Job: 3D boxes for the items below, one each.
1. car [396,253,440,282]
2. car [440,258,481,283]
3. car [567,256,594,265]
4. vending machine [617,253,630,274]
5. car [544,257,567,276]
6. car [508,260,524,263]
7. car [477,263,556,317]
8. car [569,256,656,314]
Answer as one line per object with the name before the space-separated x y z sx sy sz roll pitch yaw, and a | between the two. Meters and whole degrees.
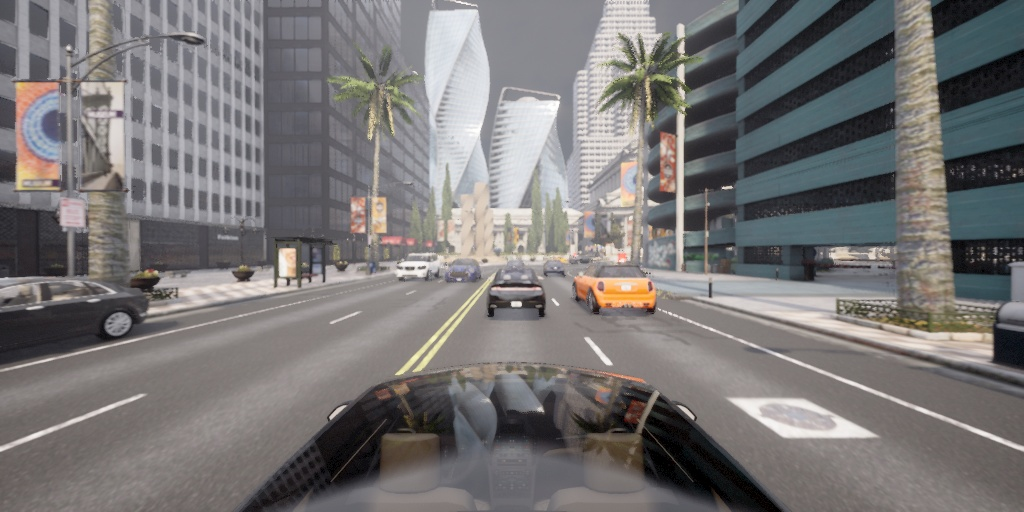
car | -6.935 0.790 27.240 2.150 2.045 5.566 0 0 1
car | -3.415 0.932 25.705 2.097 1.767 4.553 0 0 1
car | 12.266 0.792 63.990 5.008 1.535 1.882 0 0 -39
vending machine | 11.880 0.689 38.627 1.100 2.100 0.880 0 0 15
car | 3.873 1.077 33.101 2.033 1.411 5.357 0 0 4
car | 0.380 1.076 33.169 2.033 1.411 5.357 0 0 4
car | 0.139 1.163 12.815 2.128 1.511 4.902 0 0 0
car | 3.642 1.019 13.528 2.097 1.767 4.553 0 0 0
